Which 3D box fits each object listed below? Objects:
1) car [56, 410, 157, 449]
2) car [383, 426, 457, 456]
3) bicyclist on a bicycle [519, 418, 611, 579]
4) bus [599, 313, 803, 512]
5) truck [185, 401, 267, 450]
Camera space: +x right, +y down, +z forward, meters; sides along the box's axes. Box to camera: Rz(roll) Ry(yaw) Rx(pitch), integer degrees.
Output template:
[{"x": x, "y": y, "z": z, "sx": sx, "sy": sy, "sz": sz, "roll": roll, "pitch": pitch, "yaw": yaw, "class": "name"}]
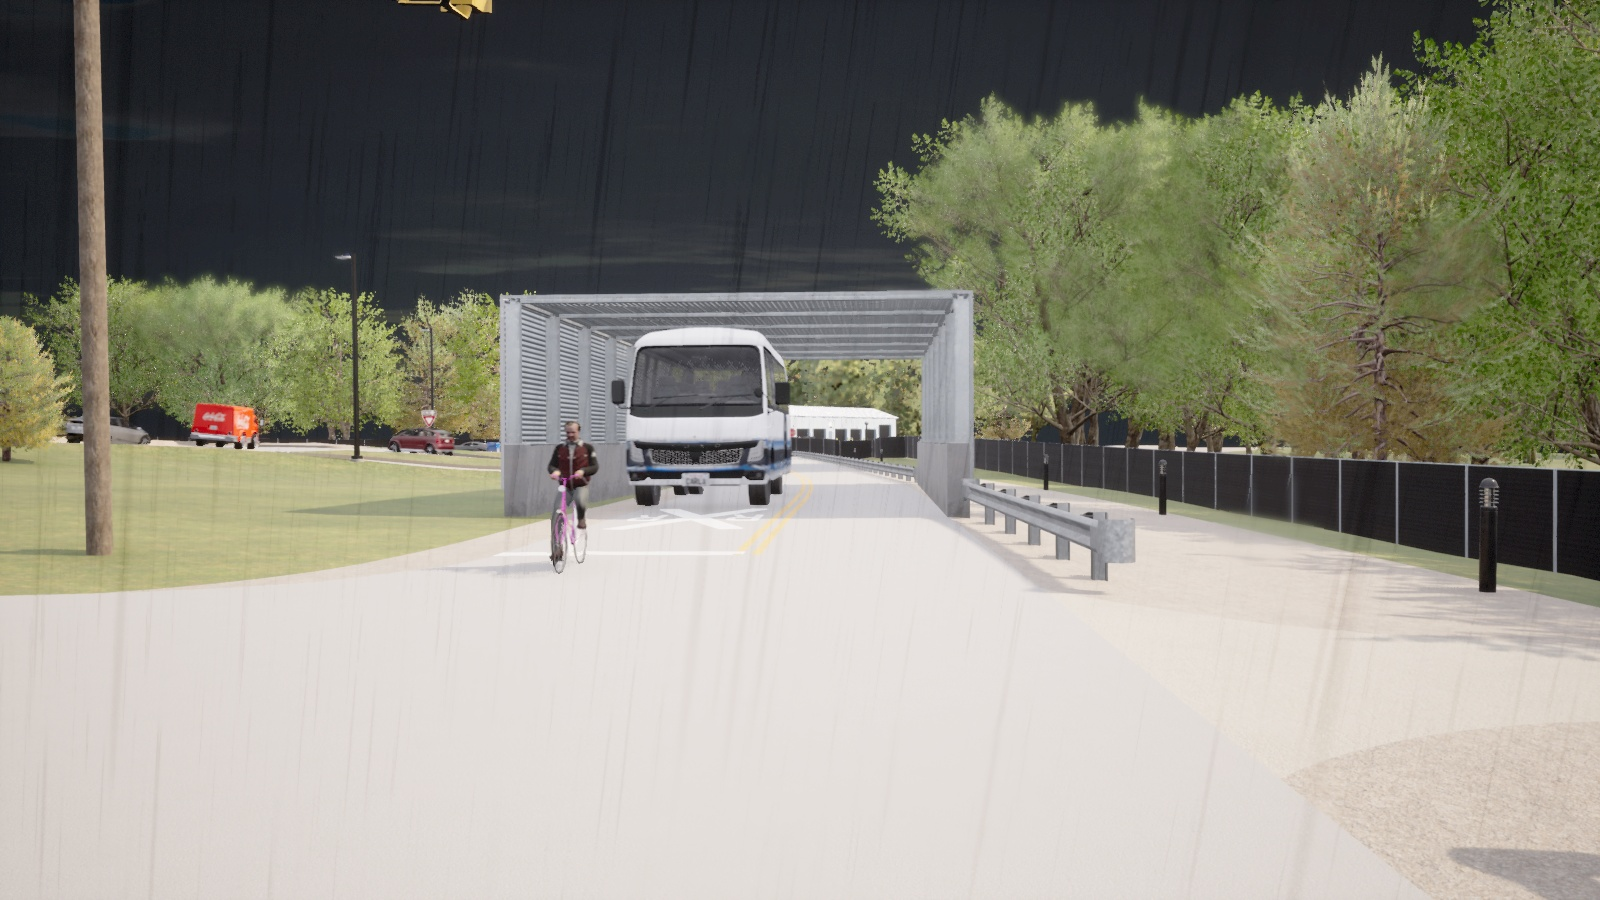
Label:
[{"x": -33.429, "y": -0.953, "z": 60.713, "sx": 2.007, "sy": 1.525, "sz": 4.514, "roll": 5, "pitch": -1, "yaw": 5, "class": "car"}, {"x": -21.608, "y": -0.518, "z": 71.381, "sx": 3.705, "sy": 1.549, "sz": 1.789, "roll": 3, "pitch": 1, "yaw": 23, "class": "car"}, {"x": -2.722, "y": 0.532, "z": 14.745, "sx": 0.659, "sy": 1.776, "sz": 1.843, "roll": 0, "pitch": 0, "yaw": 2, "class": "bicyclist on a bicycle"}, {"x": -2.129, "y": -0.835, "z": 32.234, "sx": 3.944, "sy": 4.253, "sz": 10.273, "roll": 0, "pitch": 0, "yaw": 3, "class": "bus"}, {"x": -33.596, "y": -1.398, "z": 73.686, "sx": 2.627, "sy": 2.467, "sz": 5.204, "roll": 5, "pitch": -1, "yaw": -6, "class": "truck"}]
